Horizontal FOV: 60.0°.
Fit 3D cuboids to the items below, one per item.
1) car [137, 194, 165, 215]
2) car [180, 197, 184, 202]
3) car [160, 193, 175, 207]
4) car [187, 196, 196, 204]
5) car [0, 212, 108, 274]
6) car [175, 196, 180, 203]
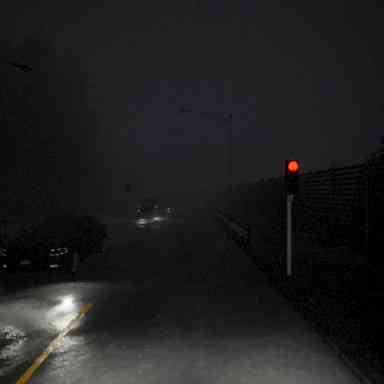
[{"bbox_3d":[-4.237,1.352,33.976,2.097,1.767,4.553,0,0,1],"label":"car"},{"bbox_3d":[-4.295,1.539,77.394,5.357,1.411,2.033,0,0,40],"label":"car"},{"bbox_3d":[-4.237,1.223,50.520,2.150,2.045,5.566,0,0,0],"label":"car"},{"bbox_3d":[-0.148,1.504,65.314,1.837,1.490,4.892,0,0,-1],"label":"car"},{"bbox_3d":[-4.132,1.477,10.727,1.882,1.535,5.008,0,0,0],"label":"car"},{"bbox_3d":[-4.286,1.353,69.487,2.097,1.767,4.553,0,0,-9],"label":"car"}]
